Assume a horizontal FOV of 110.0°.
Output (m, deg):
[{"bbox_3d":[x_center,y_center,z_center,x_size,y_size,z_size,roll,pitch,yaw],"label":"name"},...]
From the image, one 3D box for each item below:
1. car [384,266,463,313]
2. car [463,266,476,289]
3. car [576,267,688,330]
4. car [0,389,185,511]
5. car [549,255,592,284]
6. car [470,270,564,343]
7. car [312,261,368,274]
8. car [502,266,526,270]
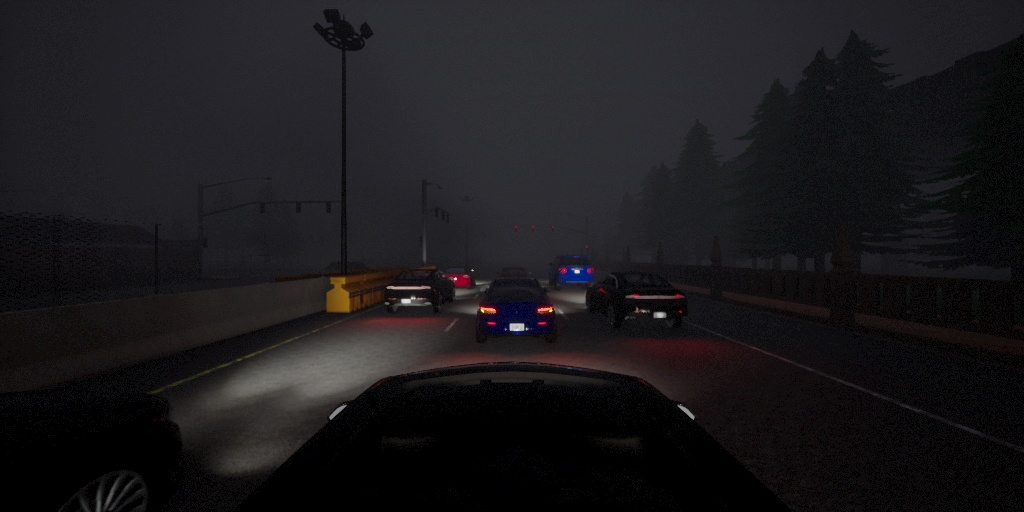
[{"bbox_3d":[-3.402,1.241,13.967,2.128,1.511,4.902,0,0,0],"label":"car"},{"bbox_3d":[-3.419,1.314,22.887,1.994,1.385,4.181,0,0,-1],"label":"car"},{"bbox_3d":[3.599,1.238,11.147,2.128,1.511,4.902,0,0,0],"label":"car"},{"bbox_3d":[-3.404,1.242,0.687,2.128,1.511,4.902,0,0,0],"label":"car"},{"bbox_3d":[3.596,0.972,22.475,2.150,2.045,5.566,0,0,0],"label":"car"},{"bbox_3d":[0.093,1.276,9.568,1.812,1.442,4.674,0,0,0],"label":"car"},{"bbox_3d":[-10.561,1.101,22.273,2.097,1.767,4.553,0,0,0],"label":"car"},{"bbox_3d":[0.097,1.276,19.464,1.812,1.442,4.674,0,0,0],"label":"car"}]
